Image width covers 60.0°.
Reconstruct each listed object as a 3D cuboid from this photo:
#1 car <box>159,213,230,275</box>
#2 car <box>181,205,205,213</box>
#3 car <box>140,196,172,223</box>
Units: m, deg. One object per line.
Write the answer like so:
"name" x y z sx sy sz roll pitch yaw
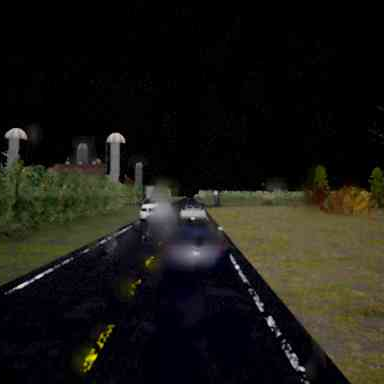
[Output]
"car" 0.080 1.604 10.645 1.994 1.385 4.181 0 0 0
"car" 0.084 1.708 27.246 1.895 1.301 4.718 0 0 0
"car" -2.850 1.329 27.242 2.150 2.045 5.566 0 0 0
